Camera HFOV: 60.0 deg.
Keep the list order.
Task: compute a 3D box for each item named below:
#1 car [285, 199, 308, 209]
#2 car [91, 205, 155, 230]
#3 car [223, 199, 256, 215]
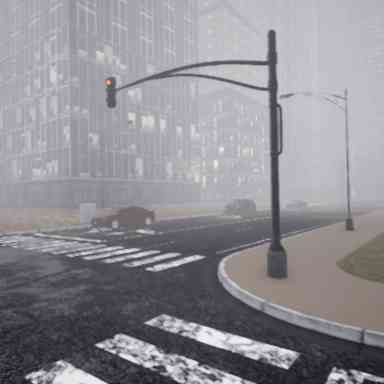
[{"bbox_3d":[16.105,1.836,50.834,2.033,1.411,5.357,-2,-1,37],"label":"car"},{"bbox_3d":[-4.786,1.706,23.548,1.882,1.535,5.008,-2,-1,37],"label":"car"},{"bbox_3d":[5.278,1.579,36.770,2.097,1.767,4.553,-2,-1,37],"label":"car"}]
